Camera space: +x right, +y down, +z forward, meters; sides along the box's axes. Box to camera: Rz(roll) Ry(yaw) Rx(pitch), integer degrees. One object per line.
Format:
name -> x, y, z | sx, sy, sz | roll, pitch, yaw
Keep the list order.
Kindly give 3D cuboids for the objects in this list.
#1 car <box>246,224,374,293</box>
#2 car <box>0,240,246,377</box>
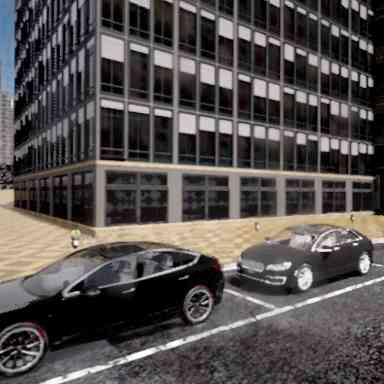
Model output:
car -> 3.121, 1.551, 8.785 | 4.403, 1.369, 2.008 | 0, 0, -36
car -> -1.387, 1.566, 5.567 | 4.313, 1.339, 1.947 | 0, 0, -36
